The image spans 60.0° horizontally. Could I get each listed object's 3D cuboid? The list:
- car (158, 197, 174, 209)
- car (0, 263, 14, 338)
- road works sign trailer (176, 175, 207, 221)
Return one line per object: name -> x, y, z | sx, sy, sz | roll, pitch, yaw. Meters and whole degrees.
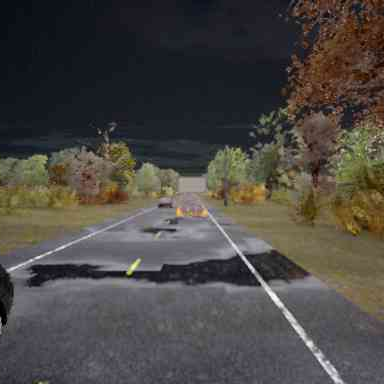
car -> -3.579, 1.456, 45.577 | 1.882, 1.535, 5.008 | 0, 0, 0
car -> -3.599, 1.489, 3.025 | 2.128, 1.511, 4.902 | 0, 0, 0
road works sign trailer -> 0.000, 0.450, 26.818 | 2.380, 3.560, 2.880 | 0, 0, 0
